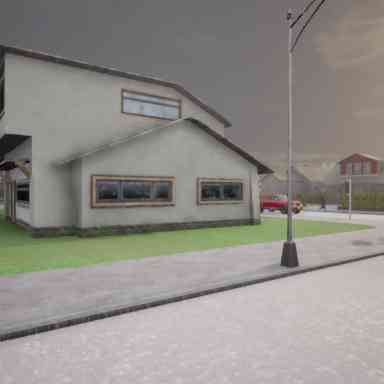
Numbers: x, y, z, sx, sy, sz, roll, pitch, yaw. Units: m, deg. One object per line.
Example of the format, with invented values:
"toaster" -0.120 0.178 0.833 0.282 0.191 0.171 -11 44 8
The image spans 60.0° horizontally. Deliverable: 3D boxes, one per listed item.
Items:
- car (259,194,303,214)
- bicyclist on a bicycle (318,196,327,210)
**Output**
"car" 9.038 1.222 35.391 2.150 2.045 5.566 0 0 -35
"bicyclist on a bicycle" 15.828 1.349 40.329 1.656 1.620 0.582 0 0 -35
